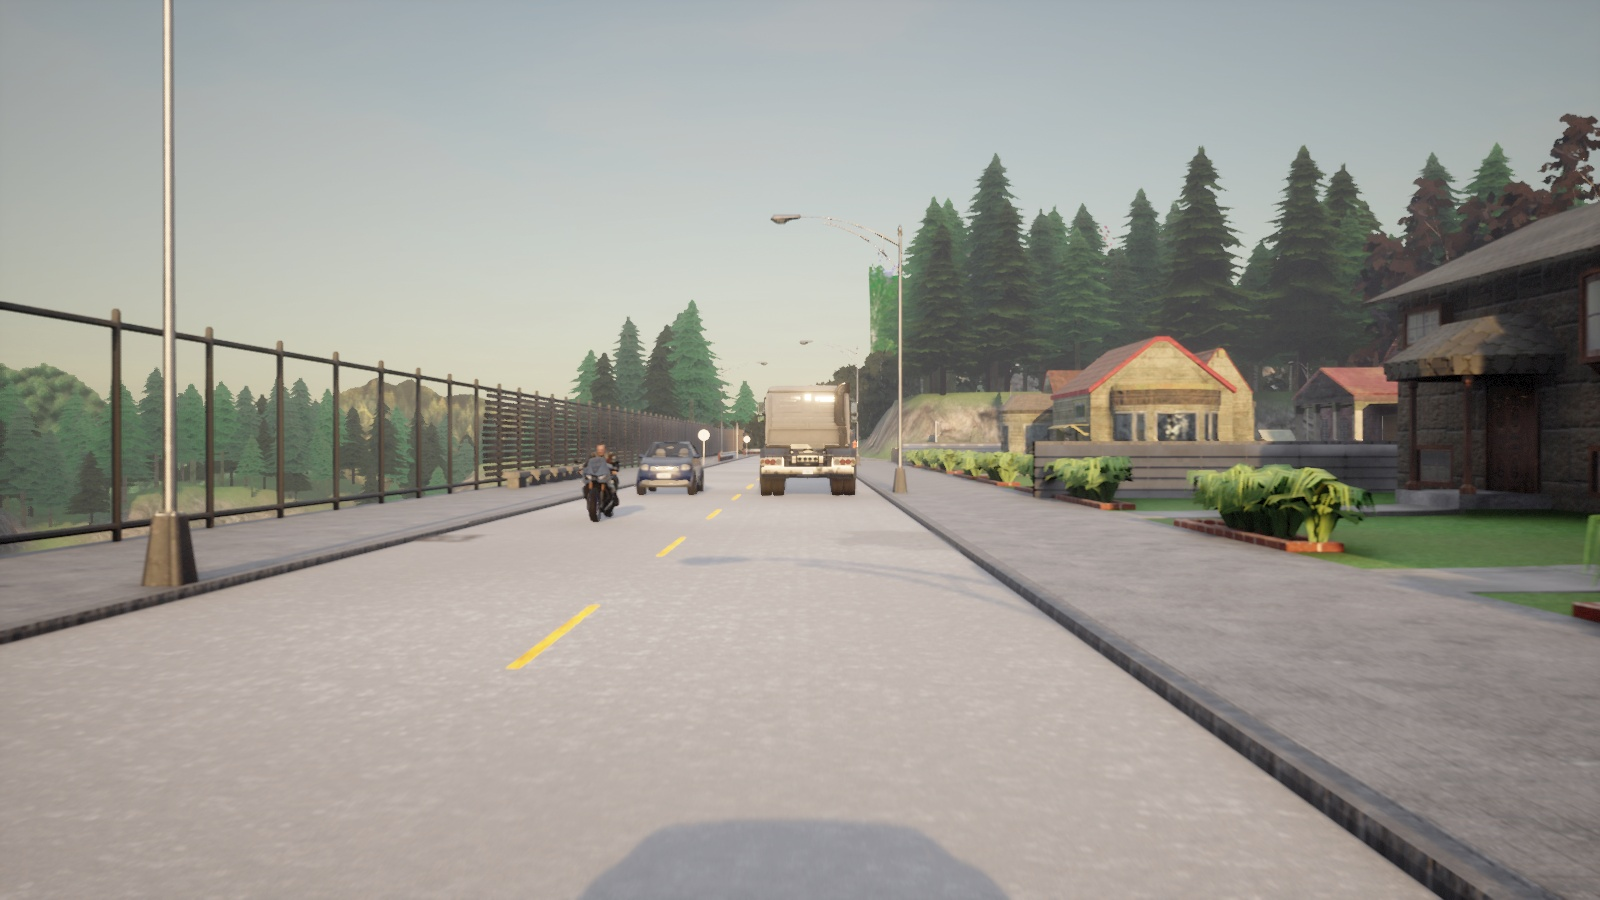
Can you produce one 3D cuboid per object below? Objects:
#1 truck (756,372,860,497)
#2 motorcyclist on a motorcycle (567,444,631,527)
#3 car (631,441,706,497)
[{"bbox_3d":[0.237,-0.454,38.759,2.891,3.462,7.936,0,0,0],"label":"truck"},{"bbox_3d":[-3.847,0.642,24.230,0.866,1.530,2.191,0,0,0],"label":"motorcyclist on a motorcycle"},{"bbox_3d":[-3.776,0.515,36.690,1.789,1.549,3.705,0,0,0],"label":"car"}]
